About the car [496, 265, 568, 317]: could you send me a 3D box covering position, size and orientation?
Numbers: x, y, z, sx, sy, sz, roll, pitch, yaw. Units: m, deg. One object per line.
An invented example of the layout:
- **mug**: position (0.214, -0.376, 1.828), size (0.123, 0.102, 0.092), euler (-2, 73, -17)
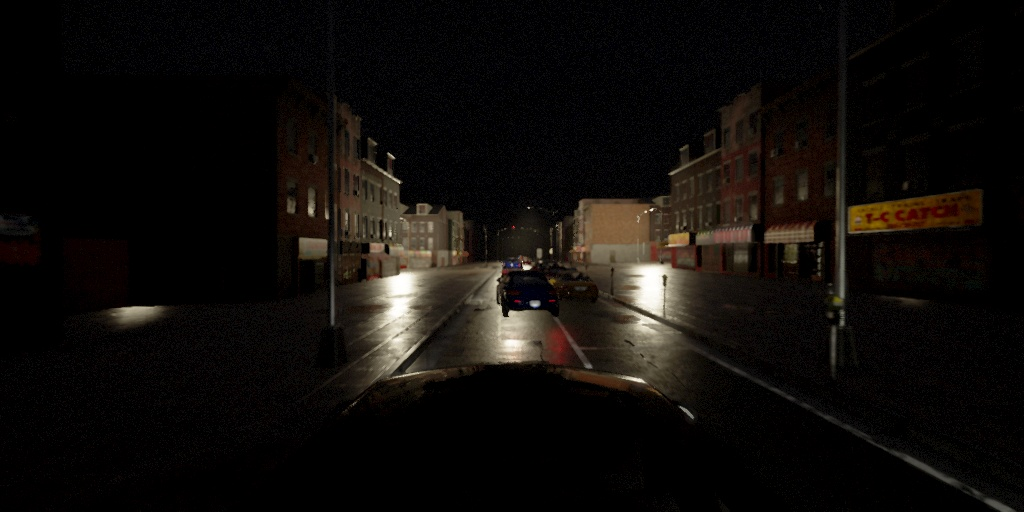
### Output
- **car**: position (0.451, 1.220, 12.823), size (1.812, 1.442, 4.674), euler (0, 0, -6)

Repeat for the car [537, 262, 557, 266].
- **car**: position (2.638, 1.239, 21.367), size (1.802, 1.307, 4.207), euler (0, 0, 0)

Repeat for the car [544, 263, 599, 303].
- **car**: position (2.637, 1.206, 16.070), size (1.751, 1.417, 4.829), euler (0, 0, 0)

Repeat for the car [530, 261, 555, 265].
- **car**: position (2.638, 1.075, 26.833), size (1.967, 1.591, 4.097), euler (0, 0, 0)

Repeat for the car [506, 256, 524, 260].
- **car**: position (-0.012, 0.947, 39.958), size (2.097, 1.767, 4.553), euler (0, 0, 0)

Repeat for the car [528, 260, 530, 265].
- **car**: position (2.638, 1.198, 32.299), size (1.802, 1.307, 4.207), euler (0, 0, 0)

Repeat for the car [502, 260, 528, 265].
- **car**: position (0.105, 1.225, 30.061), size (1.895, 1.301, 4.718), euler (0, 0, 0)
